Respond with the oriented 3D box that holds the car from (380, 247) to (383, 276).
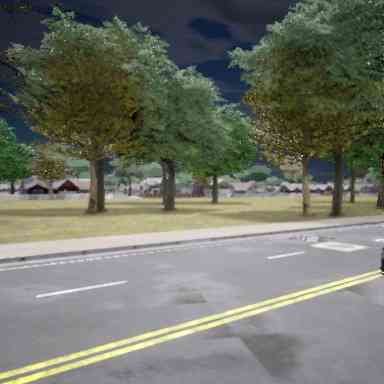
[{"bbox_3d":[6.526,1.521,8.155,4.902,1.511,2.128,0,0,-35],"label":"car"}]
